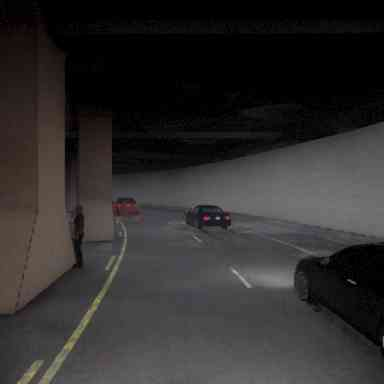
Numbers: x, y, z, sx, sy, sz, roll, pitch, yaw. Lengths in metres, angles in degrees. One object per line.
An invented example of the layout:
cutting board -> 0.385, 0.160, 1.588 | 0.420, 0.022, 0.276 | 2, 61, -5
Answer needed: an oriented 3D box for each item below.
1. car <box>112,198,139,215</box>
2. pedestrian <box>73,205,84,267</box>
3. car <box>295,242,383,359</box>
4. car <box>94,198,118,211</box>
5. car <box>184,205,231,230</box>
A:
car -> -6.877, 1.352, 33.766 | 2.097, 1.767, 4.553 | 0, 0, -22
pedestrian -> -3.416, 1.294, 9.985 | 0.375, 1.860, 0.375 | 0, 0, -7
car -> 3.248, 1.526, 5.326 | 1.812, 1.442, 4.674 | 0, 0, -4
car -> -11.151, 1.526, 42.773 | 1.812, 1.442, 4.674 | 0, 0, -29
car -> 0.860, 1.547, 21.367 | 2.033, 1.411, 5.357 | 0, 0, -14
